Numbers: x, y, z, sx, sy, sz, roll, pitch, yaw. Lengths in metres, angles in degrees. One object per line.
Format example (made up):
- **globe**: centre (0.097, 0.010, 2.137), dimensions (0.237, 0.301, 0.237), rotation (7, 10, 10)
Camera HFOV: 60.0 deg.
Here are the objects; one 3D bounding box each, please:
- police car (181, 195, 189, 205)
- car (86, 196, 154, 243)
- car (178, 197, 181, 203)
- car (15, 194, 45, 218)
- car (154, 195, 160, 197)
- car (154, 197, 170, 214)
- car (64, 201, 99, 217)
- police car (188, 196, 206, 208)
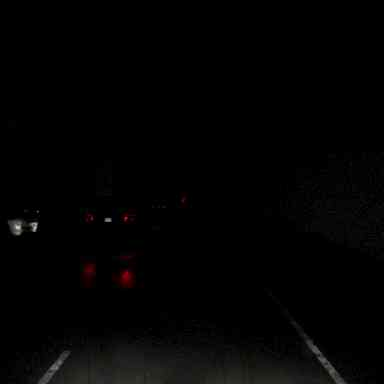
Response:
- **police car**: centre (-0.189, 1.466, 59.059), dimensions (1.930, 1.638, 5.238), rotation (0, 0, -9)
- **car**: centre (-3.405, 1.233, 16.170), dimensions (2.150, 2.045, 5.566), rotation (0, 0, 0)
- **car**: centre (-1.390, 1.396, 65.222), dimensions (2.097, 1.767, 4.553), rotation (0, 0, -13)
- **car**: centre (-14.109, 1.243, 30.918), dimensions (2.150, 2.045, 5.566), rotation (0, 0, 0)
- **car**: centre (-9.157, 1.519, 84.593), dimensions (1.895, 1.301, 4.718), rotation (0, 0, -26)
- **car**: centre (-3.411, 1.572, 36.166), dimensions (2.033, 1.411, 5.357), rotation (0, 0, 0)
- **car**: centre (-10.616, 1.586, 32.339), dimensions (1.994, 1.385, 4.181), rotation (0, 0, 0)
- **police car**: centre (0.924, 1.458, 48.421), dimensions (1.930, 1.638, 5.238), rotation (0, 0, -3)
